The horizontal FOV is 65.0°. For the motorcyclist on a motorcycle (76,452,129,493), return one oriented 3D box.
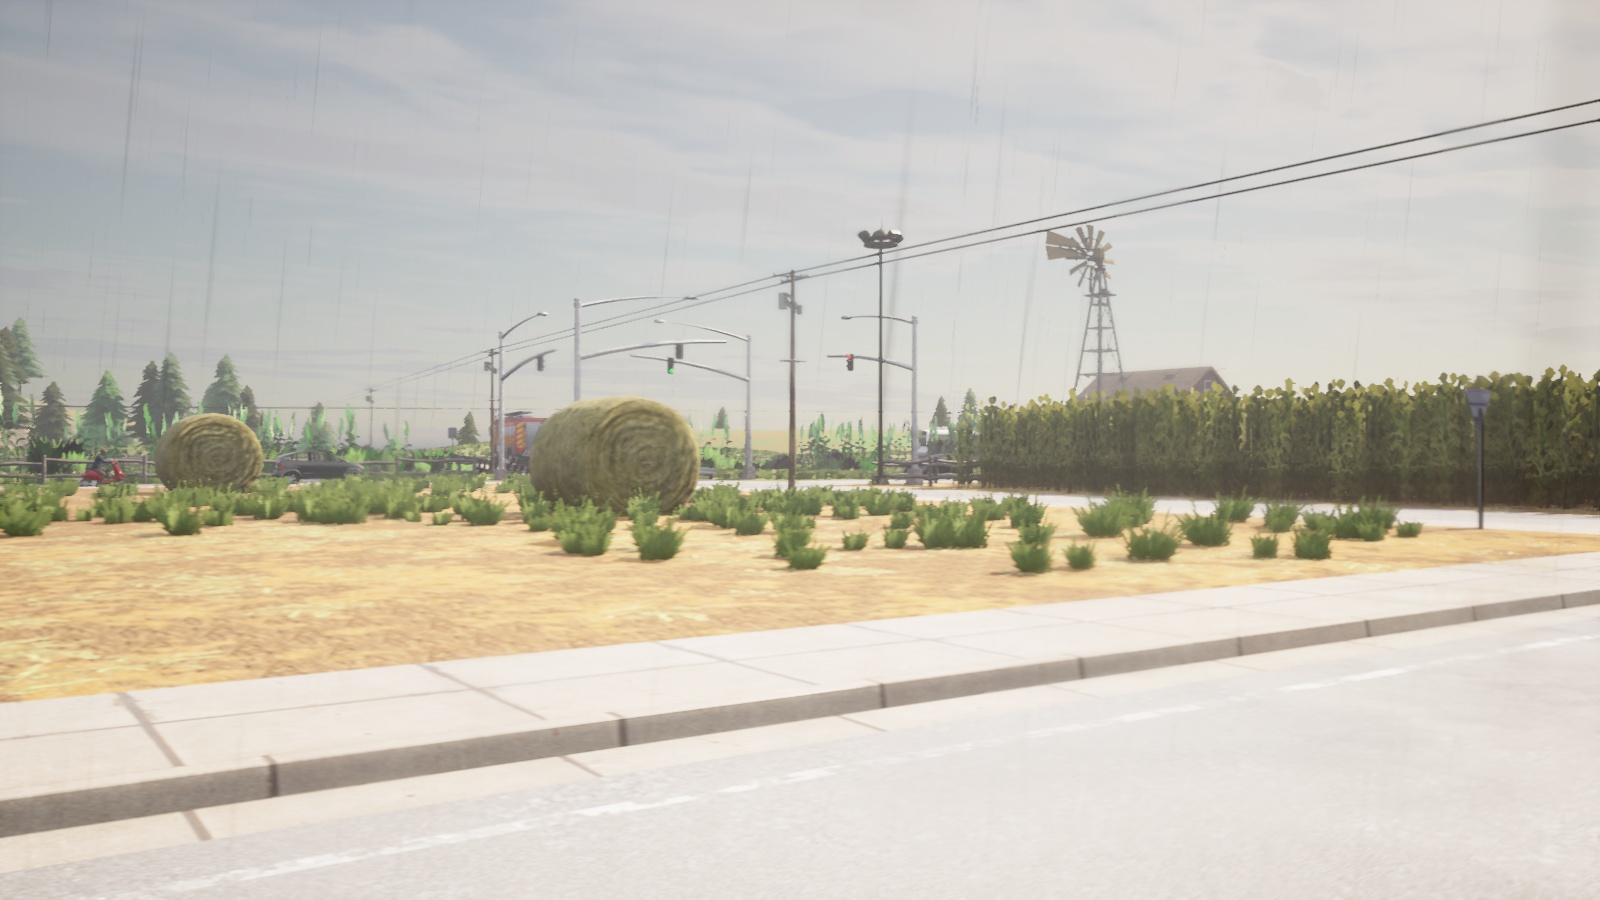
[{"bbox_3d":[-27.558,0.870,49.633,1.817,1.590,0.866,0,0,-31],"label":"motorcyclist on a motorcycle"}]

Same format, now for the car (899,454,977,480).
[{"bbox_3d":[7.831,0.943,71.128,4.193,1.474,1.816,0,0,-34],"label":"car"}]

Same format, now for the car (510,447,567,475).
[{"bbox_3d":[-16.250,0.650,77.850,2.033,1.411,5.357,0,3,-28],"label":"car"}]

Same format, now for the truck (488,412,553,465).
[{"bbox_3d":[-21.401,-0.792,95.779,2.891,3.827,8.468,0,-1,-26],"label":"truck"}]

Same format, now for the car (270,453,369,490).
[{"bbox_3d":[-20.598,0.891,53.818,3.705,1.549,1.789,0,0,-31],"label":"car"}]
